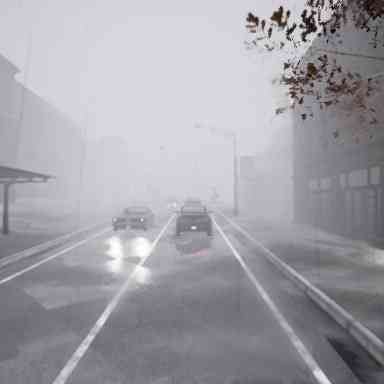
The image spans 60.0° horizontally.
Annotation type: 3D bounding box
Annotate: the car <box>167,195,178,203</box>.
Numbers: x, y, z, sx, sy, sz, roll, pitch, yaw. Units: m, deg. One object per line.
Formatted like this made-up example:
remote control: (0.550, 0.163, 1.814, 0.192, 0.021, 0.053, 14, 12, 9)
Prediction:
car: (-3.556, 1.256, 60.819, 2.128, 1.511, 4.902, 0, 0, 0)

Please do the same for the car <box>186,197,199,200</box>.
car: (0.067, 1.345, 36.456, 1.837, 1.490, 4.892, 0, 0, 0)

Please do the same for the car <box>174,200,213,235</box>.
car: (0.088, 1.444, 18.389, 1.837, 1.490, 4.892, 0, 0, 0)

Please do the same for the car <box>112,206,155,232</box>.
car: (-3.348, 1.533, 19.633, 1.895, 1.301, 4.718, 0, 0, 0)
